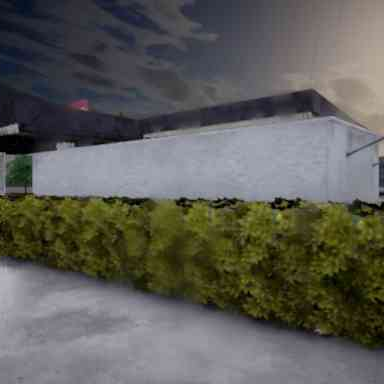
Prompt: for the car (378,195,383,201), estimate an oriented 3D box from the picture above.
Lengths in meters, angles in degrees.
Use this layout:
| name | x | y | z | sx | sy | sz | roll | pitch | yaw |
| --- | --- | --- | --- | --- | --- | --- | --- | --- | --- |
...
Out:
| name | x | y | z | sx | sy | sz | roll | pitch | yaw |
| --- | --- | --- | --- | --- | --- | --- | --- | --- | --- |
| car | 29.319 | 1.266 | 50.134 | 2.007 | 1.523 | 4.514 | 0 | 0 | 36 |
